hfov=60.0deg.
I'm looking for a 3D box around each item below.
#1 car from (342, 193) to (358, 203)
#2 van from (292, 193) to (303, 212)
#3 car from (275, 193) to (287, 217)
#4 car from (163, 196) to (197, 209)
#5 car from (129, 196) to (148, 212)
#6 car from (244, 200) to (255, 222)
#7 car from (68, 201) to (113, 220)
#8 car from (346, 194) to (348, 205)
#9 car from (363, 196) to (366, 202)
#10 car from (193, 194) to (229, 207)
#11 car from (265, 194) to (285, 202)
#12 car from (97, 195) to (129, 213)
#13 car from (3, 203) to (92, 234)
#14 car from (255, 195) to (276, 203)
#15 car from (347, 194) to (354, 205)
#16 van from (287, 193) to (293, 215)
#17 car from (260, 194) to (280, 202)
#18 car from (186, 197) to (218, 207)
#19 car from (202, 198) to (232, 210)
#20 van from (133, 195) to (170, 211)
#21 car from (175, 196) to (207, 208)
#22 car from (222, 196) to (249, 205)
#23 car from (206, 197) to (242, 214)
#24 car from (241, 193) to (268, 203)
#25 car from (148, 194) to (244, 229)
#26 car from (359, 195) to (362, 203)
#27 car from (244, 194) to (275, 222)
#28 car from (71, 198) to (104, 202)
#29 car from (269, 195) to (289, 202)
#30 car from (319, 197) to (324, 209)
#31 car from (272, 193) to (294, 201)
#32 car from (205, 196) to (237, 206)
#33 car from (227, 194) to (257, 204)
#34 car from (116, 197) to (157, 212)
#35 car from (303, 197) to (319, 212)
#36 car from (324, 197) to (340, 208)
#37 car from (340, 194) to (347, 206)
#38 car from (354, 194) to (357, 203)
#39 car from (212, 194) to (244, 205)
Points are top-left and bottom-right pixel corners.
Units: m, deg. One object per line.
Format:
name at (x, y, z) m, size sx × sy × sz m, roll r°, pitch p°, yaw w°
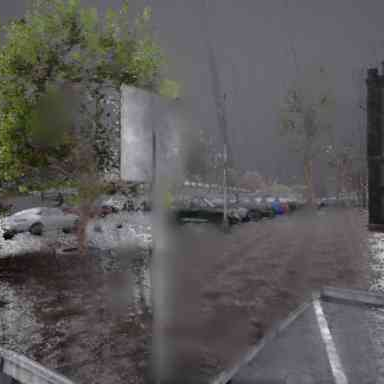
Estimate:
car at (28.576, 1.556, 63.555) m, size 4.892 × 1.521 × 2.231 m, roll 1°, pitch 1°, yaw 14°
van at (8.728, 1.325, 34.159) m, size 4.442 × 1.987 × 1.878 m, roll 1°, pitch 0°, yaw 14°
car at (5.259, 1.296, 29.291) m, size 5.566 × 2.045 × 2.435 m, roll 1°, pitch 1°, yaw 14°
car at (-1.772, 1.501, 48.992) m, size 4.553 × 1.767 × 2.185 m, roll -1°, pitch 0°, yaw 14°
car at (-8.572, 1.372, 39.021) m, size 5.566 × 2.045 × 2.435 m, roll -1°, pitch -1°, yaw 14°
car at (1.931, 1.574, 24.387) m, size 4.792 × 1.488 × 2.163 m, roll 1°, pitch 1°, yaw 14°
car at (-9.254, 1.707, 27.613) m, size 1.895 × 1.301 × 4.718 m, roll 0°, pitch 0°, yaw 34°
car at (21.915, 1.554, 53.760) m, size 5.008 × 1.535 × 2.097 m, roll 1°, pitch 0°, yaw 14°
car at (33.566, 1.557, 70.890) m, size 4.892 × 1.521 × 2.231 m, roll 0°, pitch 1°, yaw 14°
car at (3.263, 1.378, 56.518) m, size 5.566 × 2.045 × 2.435 m, roll -1°, pitch 0°, yaw 14°
car at (20.311, 1.506, 81.497) m, size 4.553 × 1.767 × 2.185 m, roll -1°, pitch 0°, yaw 14°
car at (-10.327, 1.371, 36.513) m, size 5.566 × 2.045 × 2.435 m, roll -1°, pitch 0°, yaw 14°
car at (-8.397, 1.605, 19.291) m, size 1.812 × 1.442 × 4.674 m, roll -1°, pitch 0°, yaw 30°
car at (16.857, 1.506, 76.512) m, size 4.553 × 1.767 × 2.185 m, roll -1°, pitch -1°, yaw 14°
car at (23.761, 1.553, 56.173) m, size 5.366 × 1.575 × 1.946 m, roll 1°, pitch 0°, yaw 14°
van at (7.064, 1.324, 31.713) m, size 4.442 × 1.987 × 1.878 m, roll 1°, pitch 0°, yaw 14°
car at (18.553, 1.506, 79.019) m, size 4.553 × 1.767 × 2.185 m, roll -1°, pitch -1°, yaw 14°
car at (1.627, 1.658, 54.001) m, size 4.792 × 1.488 × 2.163 m, roll -1°, pitch -1°, yaw 14°
car at (3.525, 1.593, 46.282) m, size 1.882 × 1.535 × 5.008 m, roll 0°, pitch 0°, yaw 34°
van at (-5.316, 1.402, 44.040) m, size 4.442 × 1.987 × 1.878 m, roll -1°, pitch 0°, yaw 14°
car at (-0.076, 1.502, 51.502) m, size 4.553 × 1.767 × 2.185 m, roll -1°, pitch 0°, yaw 14°
car at (8.399, 1.631, 63.994) m, size 4.892 × 1.521 × 2.231 m, roll -1°, pitch 0°, yaw 14°
car at (3.707, 1.441, 37.457) m, size 2.097 × 1.767 × 4.553 m, roll 0°, pitch 0°, yaw 34°
car at (13.513, 1.379, 71.507) m, size 5.566 × 2.045 × 2.435 m, roll -1°, pitch -1°, yaw 14°
car at (0.324, 1.293, 21.952) m, size 5.566 × 2.045 × 2.435 m, roll 1°, pitch 0°, yaw 14°
car at (30.054, 1.551, 66.036) m, size 5.366 × 1.575 × 1.946 m, roll 0°, pitch 1°, yaw 14°
car at (3.594, 1.295, 26.844) m, size 5.566 × 2.045 × 2.435 m, roll 0°, pitch 1°, yaw 14°
car at (-12.021, 1.651, 34.009) m, size 4.792 × 1.488 × 2.163 m, roll -1°, pitch 0°, yaw 14°
car at (21.977, 1.633, 84.010) m, size 4.892 × 1.521 × 2.231 m, roll -1°, pitch -1°, yaw 14°
car at (13.631, 1.427, 41.518) m, size 4.553 × 1.767 × 2.185 m, roll 1°, pitch 1°, yaw 14°
car at (23.650, 1.381, 86.505) m, size 5.566 × 2.045 × 2.435 m, roll -1°, pitch 0°, yaw 14°
car at (5.175, 1.623, 58.967) m, size 5.366 × 1.575 × 1.946 m, roll -1°, pitch -1°, yaw 14°
car at (10.057, 1.379, 66.520) m, size 5.566 × 2.045 × 2.435 m, roll -1°, pitch 0°, yaw 14°
car at (-6.930, 1.500, 41.530) m, size 4.553 × 1.767 × 2.185 m, roll -1°, pitch -1°, yaw 14°
car at (11.934, 1.553, 39.075) m, size 4.892 × 1.521 × 2.231 m, roll 0°, pitch 0°, yaw 14°
car at (18.562, 1.583, 48.869) m, size 4.792 × 1.488 × 2.163 m, roll 0°, pitch 1°, yaw 14°
car at (20.434, 1.552, 51.279) m, size 5.366 × 1.575 × 1.946 m, roll 1°, pitch 0°, yaw 14°
car at (26.936, 1.584, 61.103) m, size 4.792 × 1.488 × 2.163 m, roll 0°, pitch 0°, yaw 14°
car at (6.720, 1.378, 61.499) m, size 5.566 × 2.045 × 2.435 m, roll -1°, pitch -1°, yaw 14°
